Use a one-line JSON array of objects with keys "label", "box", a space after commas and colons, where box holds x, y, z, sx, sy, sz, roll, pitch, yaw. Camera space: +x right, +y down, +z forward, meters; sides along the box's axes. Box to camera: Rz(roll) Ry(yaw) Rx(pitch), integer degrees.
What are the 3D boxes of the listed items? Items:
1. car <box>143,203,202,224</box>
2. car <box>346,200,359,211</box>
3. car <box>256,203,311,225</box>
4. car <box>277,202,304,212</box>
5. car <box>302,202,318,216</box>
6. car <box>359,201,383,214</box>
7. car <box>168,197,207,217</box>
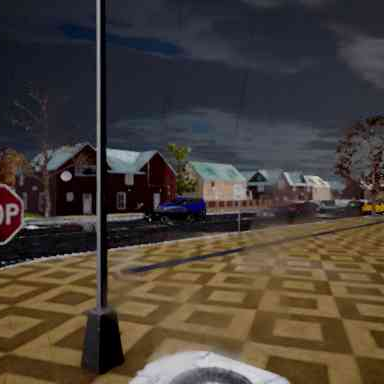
[{"label": "car", "box": [-1.691, 1.840, 27.066, 1.895, 1.301, 4.718, 0, -1, 43]}, {"label": "car", "box": [25.111, 2.055, 50.442, 2.097, 1.767, 4.553, 0, -1, 43]}, {"label": "car", "box": [7.209, 1.819, 26.739, 2.033, 1.411, 5.357, 0, -1, 43]}, {"label": "car", "box": [14.458, 2.219, 48.762, 1.895, 1.301, 4.718, 0, -1, 43]}, {"label": "car", "box": [11.529, 1.946, 36.045, 1.812, 1.442, 4.674, 0, -1, 43]}, {"label": "car", "box": [25.051, 2.107, 45.643, 1.882, 1.535, 5.008, 0, -1, 43]}, {"label": "car", "box": [-0.910, 1.539, 32.631, 2.150, 2.045, 5.566, 0, -1, 43]}]
